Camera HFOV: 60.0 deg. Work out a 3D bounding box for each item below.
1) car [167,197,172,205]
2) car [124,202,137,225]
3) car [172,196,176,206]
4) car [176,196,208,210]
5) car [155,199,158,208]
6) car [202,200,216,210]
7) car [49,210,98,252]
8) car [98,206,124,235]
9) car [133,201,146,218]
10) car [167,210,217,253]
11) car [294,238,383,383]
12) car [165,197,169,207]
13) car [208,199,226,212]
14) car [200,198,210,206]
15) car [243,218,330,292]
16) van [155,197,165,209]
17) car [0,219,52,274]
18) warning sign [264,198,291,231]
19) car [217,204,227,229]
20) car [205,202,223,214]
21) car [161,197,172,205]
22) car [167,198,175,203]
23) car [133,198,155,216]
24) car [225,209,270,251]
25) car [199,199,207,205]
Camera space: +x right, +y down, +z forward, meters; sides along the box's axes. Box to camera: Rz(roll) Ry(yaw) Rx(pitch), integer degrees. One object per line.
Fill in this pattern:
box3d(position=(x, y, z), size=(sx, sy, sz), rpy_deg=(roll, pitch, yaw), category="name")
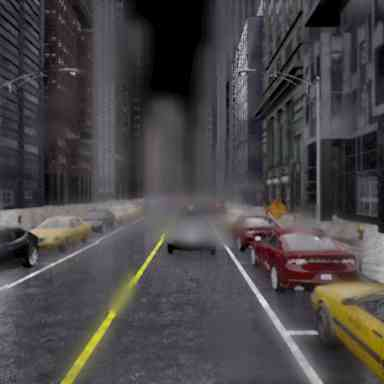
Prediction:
box3d(position=(-5.784, 1.961, 65.456), size=(2.192, 1.841, 5.009), rpy_deg=(0, -1, 0), category="car")
box3d(position=(-5.772, 1.772, 25.801), size=(1.752, 1.417, 4.829), rpy_deg=(0, -1, 0), category="car")
box3d(position=(-3.019, 1.927, 70.972), size=(2.150, 2.045, 5.566), rpy_deg=(0, -1, 0), category="car")
box3d(position=(-0.007, 1.494, 29.024), size=(2.150, 2.045, 5.566), rpy_deg=(0, 0, 0), category="car")
box3d(position=(-5.777, 1.938, 42.722), size=(1.752, 1.417, 4.829), rpy_deg=(0, -1, 0), category="car")
box3d(position=(2.745, 2.080, 54.182), size=(2.008, 1.369, 4.403), rpy_deg=(0, -1, 0), category="car")
box3d(position=(-5.769, 1.663, 14.520), size=(1.752, 1.417, 4.829), rpy_deg=(0, -1, 0), category="car")
box3d(position=(-5.770, 1.760, 20.330), size=(1.947, 1.339, 4.313), rpy_deg=(0, -1, 0), category="car")
box3d(position=(-5.774, 1.827, 31.441), size=(1.752, 1.417, 4.829), rpy_deg=(0, -1, 0), category="car")
box3d(position=(-0.001, 1.700, 14.303), size=(1.994, 1.385, 4.181), rpy_deg=(0, 0, 0), category="car")
box3d(position=(2.759, 1.560, 3.590), size=(1.752, 1.417, 4.829), rpy_deg=(0, -1, 0), category="car")
box3d(position=(-5.782, 2.138, 59.813), size=(2.008, 1.369, 4.403), rpy_deg=(0, -1, 0), category="car")
box3d(position=(2.749, 1.673, 37.264), size=(2.192, 1.841, 5.009), rpy_deg=(0, -1, 0), category="car")
box3d(position=(2.740, 2.145, 71.103), size=(1.967, 1.590, 4.097), rpy_deg=(0, -1, 0), category="car")
box3d(position=(2.758, 1.631, 9.060), size=(1.887, 1.381, 4.507), rpy_deg=(0, -1, 0), category="car")
box3d(position=(-5.781, 1.870, 54.175), size=(1.690, 1.788, 3.998), rpy_deg=(0, -1, 0), category="van")
box3d(position=(-5.767, 1.652, 9.049), size=(1.947, 1.339, 4.313), rpy_deg=(0, -1, 0), category="car")
box3d(position=(5.065, 1.303, 19.772), size=(1.300, 1.860, 1.060), rpy_deg=(0, 0, 0), category="warning sign")
box3d(position=(2.755, 1.721, 20.511), size=(1.752, 1.417, 4.829), rpy_deg=(0, -1, 0), category="car")
box3d(position=(2.748, 1.965, 42.901), size=(2.008, 1.369, 4.403), rpy_deg=(0, -1, 0), category="car")
box3d(position=(-5.787, 2.080, 76.737), size=(2.192, 1.841, 5.009), rpy_deg=(0, -1, 0), category="car")
box3d(position=(-5.791, 2.509, 93.656), size=(1.947, 1.339, 4.313), rpy_deg=(0, -1, 0), category="car")
box3d(position=(-5.776, 1.673, 37.254), size=(2.192, 1.841, 5.009), rpy_deg=(0, -1, 0), category="car")
box3d(position=(2.756, 1.684, 14.700), size=(1.887, 1.381, 4.507), rpy_deg=(0, -1, 0), category="car")
box3d(position=(2.737, 2.390, 82.382), size=(1.947, 1.339, 4.313), rpy_deg=(0, -1, 0), category="car")
